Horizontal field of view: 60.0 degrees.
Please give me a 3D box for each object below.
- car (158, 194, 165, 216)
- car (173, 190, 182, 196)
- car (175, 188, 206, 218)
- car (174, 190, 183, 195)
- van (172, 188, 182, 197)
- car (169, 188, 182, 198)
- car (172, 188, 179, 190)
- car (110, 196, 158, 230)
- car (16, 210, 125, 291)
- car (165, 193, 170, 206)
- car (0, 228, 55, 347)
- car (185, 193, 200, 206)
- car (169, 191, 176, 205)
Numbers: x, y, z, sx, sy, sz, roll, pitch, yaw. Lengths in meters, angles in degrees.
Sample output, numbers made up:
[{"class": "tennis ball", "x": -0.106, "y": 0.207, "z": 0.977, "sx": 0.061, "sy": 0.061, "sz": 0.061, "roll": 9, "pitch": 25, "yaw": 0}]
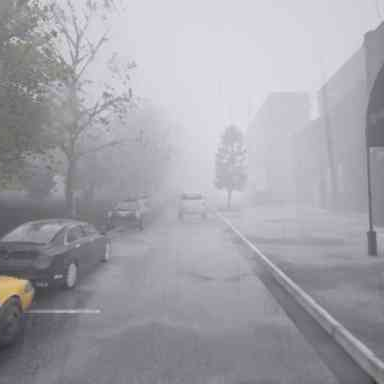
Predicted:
[{"class": "car", "x": -3.659, "y": 1.143, "z": 25.876, "sx": 2.185, "sy": 1.767, "sz": 4.553, "roll": 0, "pitch": 1, "yaw": 2}, {"class": "car", "x": -3.658, "y": 0.203, "z": 87.364, "sx": 1.946, "sy": 1.575, "sz": 5.366, "roll": 0, "pitch": 1, "yaw": 2}, {"class": "car", "x": 0.016, "y": 0.985, "z": 27.689, "sx": 2.150, "sy": 2.045, "sz": 5.566, "roll": 0, "pitch": 1, "yaw": 0}, {"class": "car", "x": -3.666, "y": 0.113, "z": 92.743, "sx": 2.097, "sy": 1.535, "sz": 5.008, "roll": 0, "pitch": 1, "yaw": 2}, {"class": "van", "x": -3.661, "y": 0.078, "z": 81.723, "sx": 1.878, "sy": 1.987, "sz": 4.442, "roll": 0, "pitch": 1, "yaw": 2}, {"class": "car", "x": -3.664, "y": 0.153, "z": 76.065, "sx": 2.435, "sy": 2.045, "sz": 5.566, "roll": 0, "pitch": 1, "yaw": 2}, {"class": "car", "x": -3.663, "y": 0.504, "z": 70.466, "sx": 2.097, "sy": 1.535, "sz": 5.008, "roll": 0, "pitch": 1, "yaw": 2}, {"class": "car", "x": -3.658, "y": 1.232, "z": 20.305, "sx": 2.185, "sy": 1.767, "sz": 4.553, "roll": 0, "pitch": 1, "yaw": 2}, {"class": "car", "x": -3.636, "y": 1.495, "z": 9.170, "sx": 2.231, "sy": 1.521, "sz": 4.892, "roll": 1, "pitch": 1, "yaw": 2}, {"class": "car", "x": -3.658, "y": 1.179, "z": 31.473, "sx": 2.231, "sy": 1.521, "sz": 4.892, "roll": 0, "pitch": 1, "yaw": 2}, {"class": "car", "x": -3.632, "y": 1.486, "z": 3.431, "sx": 1.946, "sy": 1.575, "sz": 5.366, "roll": 1, "pitch": 0, "yaw": 2}, {"class": "car", "x": 0.061, "y": 0.999, "z": 43.799, "sx": 1.837, "sy": 1.490, "sz": 4.892, "roll": 0, "pitch": 1, "yaw": 0}, {"class": "car", "x": -3.652, "y": 0.986, "z": 42.805, "sx": 1.946, "sy": 1.575, "sz": 5.366, "roll": 0, "pitch": 1, "yaw": 2}]
